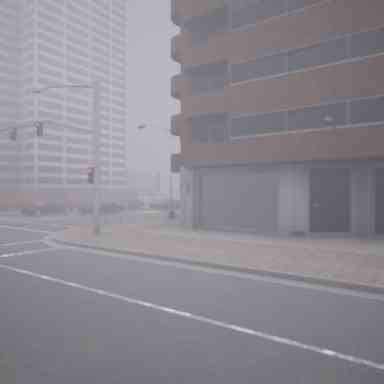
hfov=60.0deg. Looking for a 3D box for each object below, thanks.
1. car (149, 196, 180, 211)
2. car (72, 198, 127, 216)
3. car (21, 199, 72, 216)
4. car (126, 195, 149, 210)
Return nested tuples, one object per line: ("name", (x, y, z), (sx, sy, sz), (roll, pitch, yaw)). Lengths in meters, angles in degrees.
("car", (-3.057, 1.546, 41.871), (2.033, 1.411, 5.357), (0, 0, 35))
("car", (-9.118, 1.599, 33.280), (1.895, 1.301, 4.718), (0, 0, 35))
("car", (-13.987, 1.476, 32.443), (1.882, 1.535, 5.008), (0, 0, 35))
("car", (-7.985, 1.503, 40.965), (1.837, 1.490, 4.892), (0, 0, 35))
